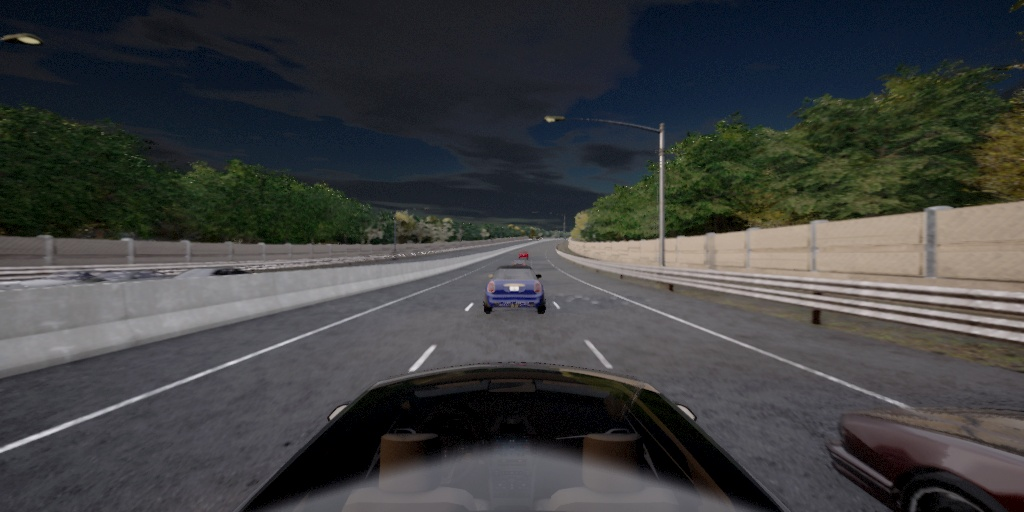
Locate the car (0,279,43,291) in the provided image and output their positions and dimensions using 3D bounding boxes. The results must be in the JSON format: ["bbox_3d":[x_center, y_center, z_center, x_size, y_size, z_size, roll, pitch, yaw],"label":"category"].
[{"bbox_3d":[-20.950,1.344,17.123,1.895,1.301,4.718,0,0,1],"label":"car"}]

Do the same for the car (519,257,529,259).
[{"bbox_3d":[0.934,1.143,45.531,1.895,1.301,4.718,0,1,2],"label":"car"}]

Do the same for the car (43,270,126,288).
[{"bbox_3d":[-17.464,1.312,16.287,1.994,1.385,4.181,0,0,1],"label":"car"}]

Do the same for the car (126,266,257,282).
[{"bbox_3d":[-13.960,1.231,16.471,1.882,1.535,5.008,0,0,1],"label":"car"}]

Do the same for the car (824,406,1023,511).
[{"bbox_3d":[3.495,1.296,0.433,2.033,1.411,5.357,0,0,0],"label":"car"}]

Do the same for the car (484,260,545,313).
[{"bbox_3d":[0.111,1.122,14.255,2.097,1.767,4.553,0,0,1],"label":"car"}]
